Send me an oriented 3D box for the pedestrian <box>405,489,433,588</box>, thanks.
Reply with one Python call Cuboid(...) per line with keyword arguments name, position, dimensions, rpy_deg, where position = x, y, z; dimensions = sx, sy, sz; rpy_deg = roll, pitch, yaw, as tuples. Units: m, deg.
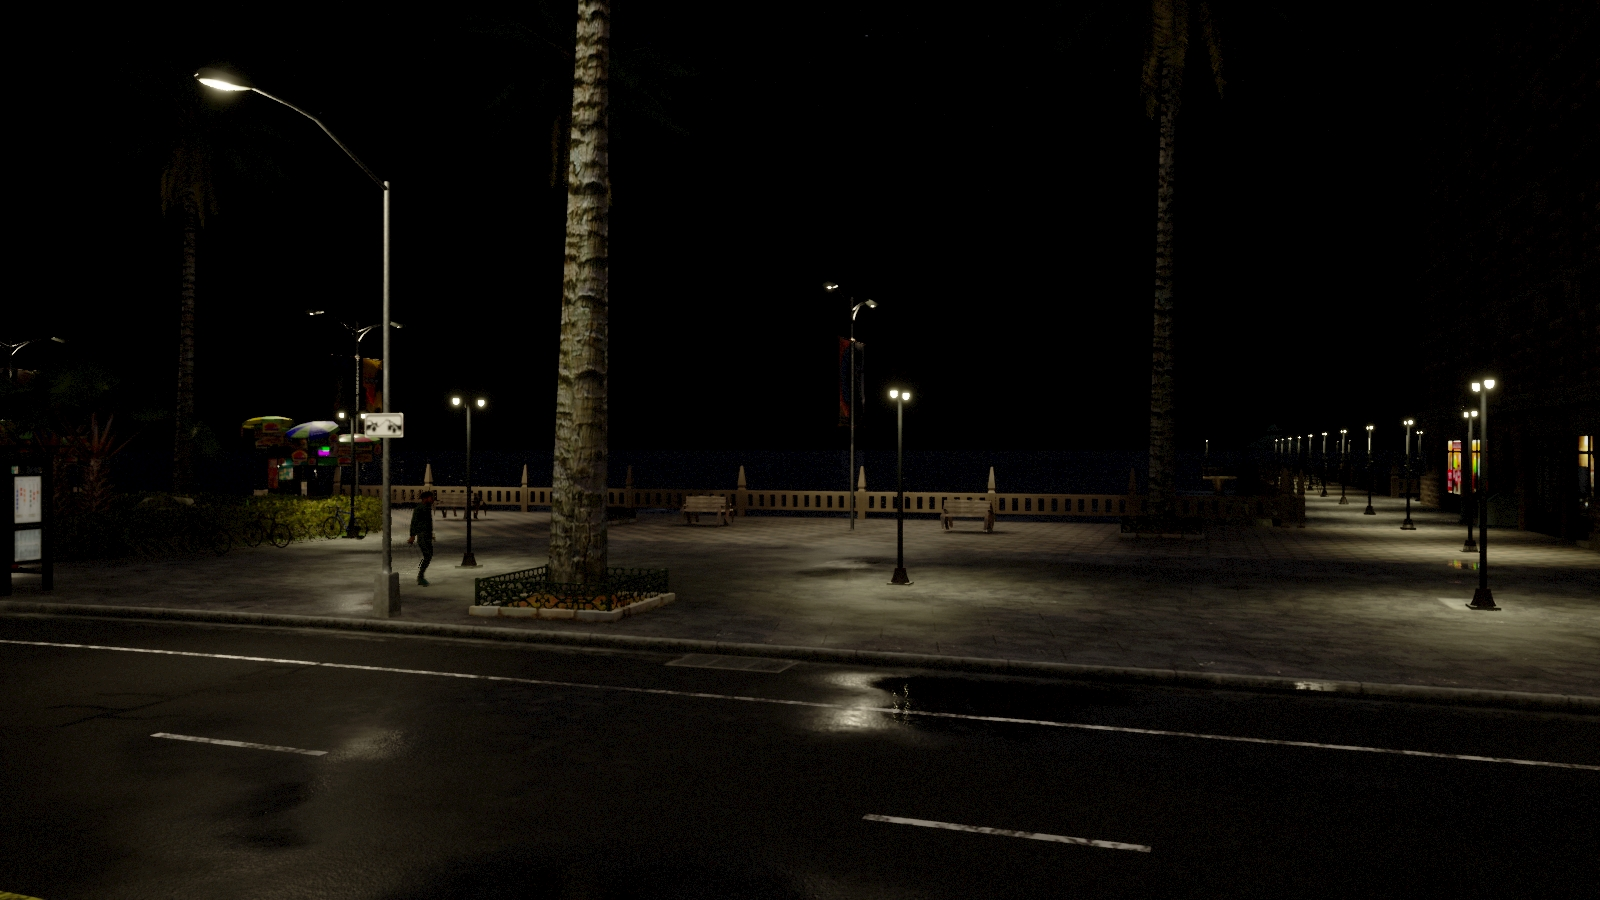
Cuboid(name="pedestrian", position=(-7.341, 1.698, 22.002), dimensions=(0.375, 1.860, 0.375), rpy_deg=(0, 0, 13))
